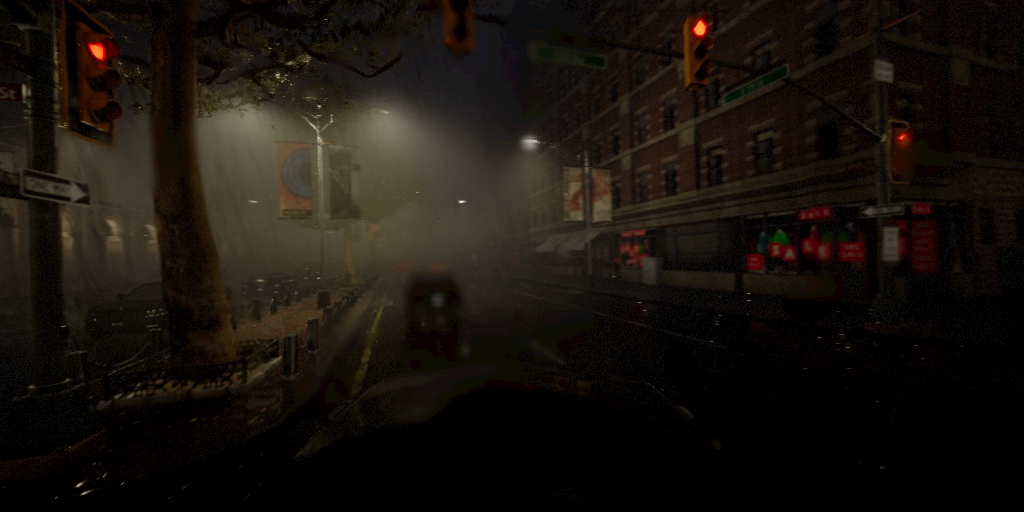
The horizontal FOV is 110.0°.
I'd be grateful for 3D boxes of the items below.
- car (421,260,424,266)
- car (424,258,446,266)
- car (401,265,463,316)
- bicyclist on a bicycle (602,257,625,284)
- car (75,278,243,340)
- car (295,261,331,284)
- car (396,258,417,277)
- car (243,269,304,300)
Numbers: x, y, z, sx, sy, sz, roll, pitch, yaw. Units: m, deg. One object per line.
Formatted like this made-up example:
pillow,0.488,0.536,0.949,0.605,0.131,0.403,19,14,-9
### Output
car,-11.978,1.289,52.321,2.150,2.045,5.566,-2,0,-18
car,-9.015,1.341,43.140,2.097,1.767,4.553,-2,0,-18
car,-3.187,1.312,14.059,1.882,1.535,5.008,-2,0,-18
bicyclist on a bicycle,6.153,0.880,21.766,1.656,1.620,0.582,-2,0,-18
car,-11.068,1.527,11.723,1.882,1.535,5.008,-2,0,-18
car,-17.395,1.440,31.381,2.150,2.045,5.566,-2,0,-18
car,-12.370,1.302,42.133,2.150,2.045,5.566,-2,0,-18
car,-14.112,1.695,21.184,1.994,1.385,4.181,-2,0,-18
